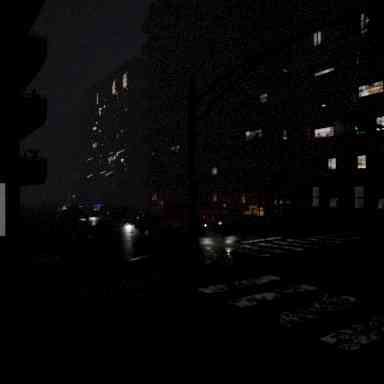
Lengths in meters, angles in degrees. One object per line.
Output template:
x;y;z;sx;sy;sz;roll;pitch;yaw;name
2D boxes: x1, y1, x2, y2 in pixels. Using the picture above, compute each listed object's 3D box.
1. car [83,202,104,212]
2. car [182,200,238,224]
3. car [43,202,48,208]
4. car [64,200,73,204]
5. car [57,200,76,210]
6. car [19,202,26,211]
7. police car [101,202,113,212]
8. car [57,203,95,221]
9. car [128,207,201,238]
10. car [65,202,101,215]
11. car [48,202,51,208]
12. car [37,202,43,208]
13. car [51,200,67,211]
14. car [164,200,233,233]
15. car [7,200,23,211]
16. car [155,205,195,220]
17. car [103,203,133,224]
-16.351;2.432;55.069;1.882;1.535;5.008;0;-1;-36;car
1.488;1.713;29.615;2.192;1.841;5.009;-1;0;-36;car
-31.750;2.972;75.464;1.947;1.339;4.313;-1;0;-36;car
-17.691;2.418;51.738;2.128;1.511;4.902;0;-1;-36;car
-25.107;2.523;66.294;2.192;1.841;5.009;-1;0;-36;car
-31.825;2.769;61.346;1.887;1.381;4.507;-1;0;-36;car
-12.311;2.256;49.488;1.930;1.638;5.238;0;-1;-36;police car
-11.877;2.163;33.835;1.887;1.381;4.507;-1;0;-36;car
-1.804;1.832;19.941;1.752;1.417;4.829;-1;0;-36;car
-13.360;2.270;40.339;2.033;1.411;5.357;0;-1;-36;car
-28.433;2.623;70.880;2.192;1.841;5.009;-1;0;-36;car
-35.076;3.049;80.050;1.887;1.381;4.507;-1;0;-36;car
-23.220;2.600;59.366;1.837;1.490;4.892;0;-1;-36;car
0.038;1.531;21.826;2.150;2.045;5.566;0;-1;-36;car
-35.154;2.639;65.931;2.192;1.841;5.009;-1;0;-36;car
-1.830;2.045;34.199;1.887;1.381;4.507;-1;0;-36;car
-6.025;2.003;30.201;1.837;1.490;4.892;0;-1;-36;car
